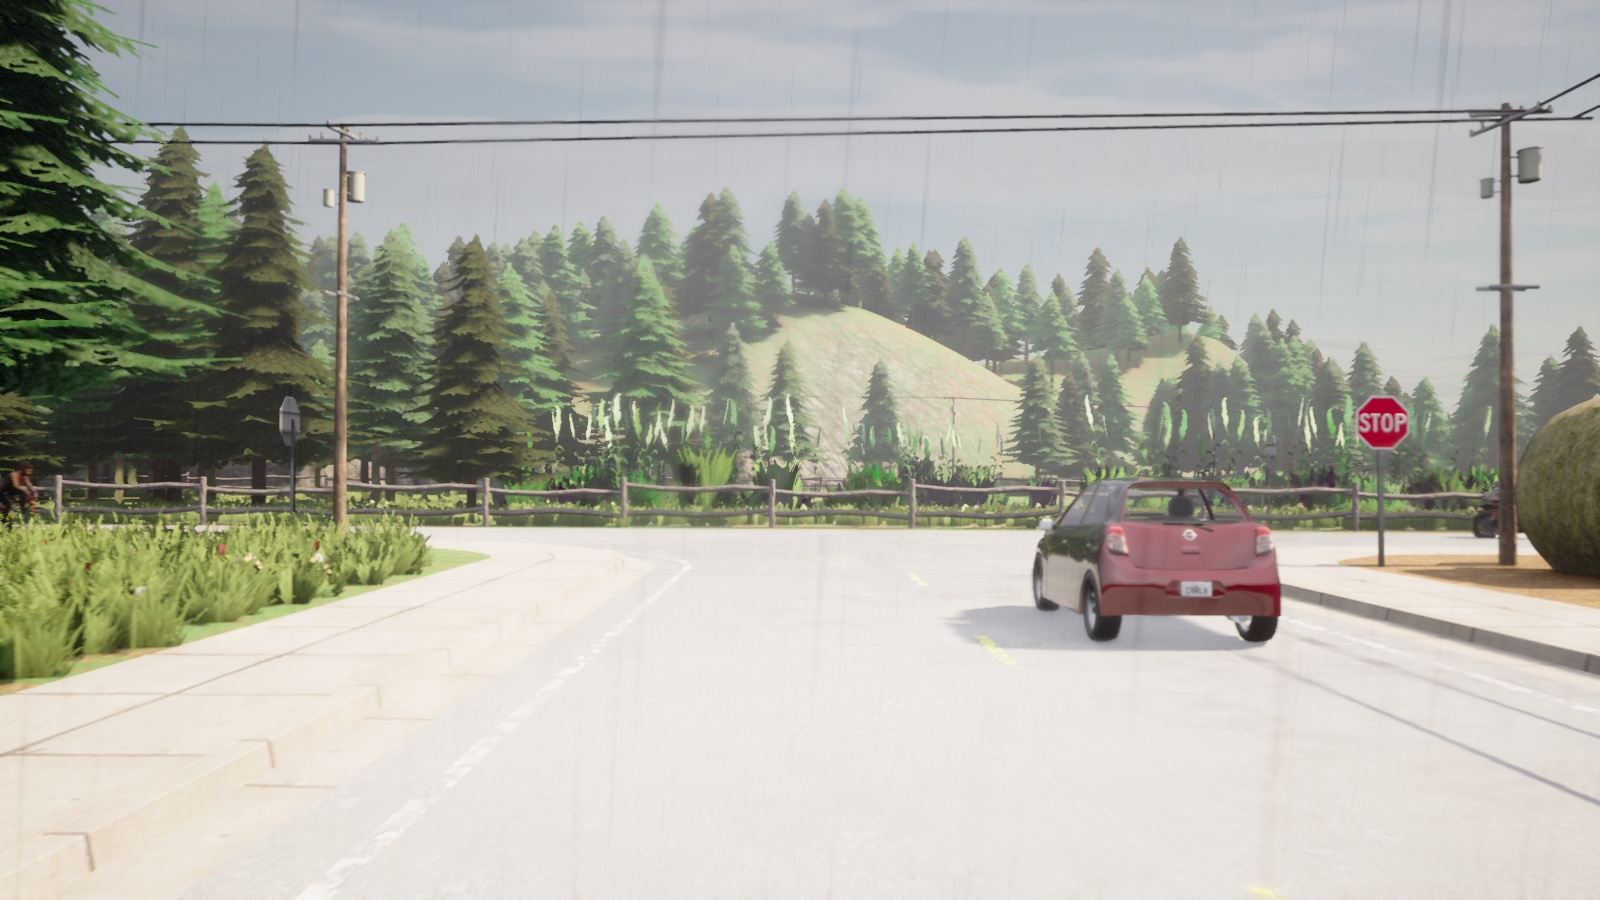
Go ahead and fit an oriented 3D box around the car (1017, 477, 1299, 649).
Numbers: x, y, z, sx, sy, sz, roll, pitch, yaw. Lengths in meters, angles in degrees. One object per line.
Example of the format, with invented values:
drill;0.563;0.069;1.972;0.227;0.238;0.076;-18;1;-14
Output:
car;3.469;1.029;12.888;1.845;1.501;3.633;0;-1;0

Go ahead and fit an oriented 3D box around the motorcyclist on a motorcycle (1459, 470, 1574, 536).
motorcyclist on a motorcycle;16.863;1.243;29.594;2.191;1.530;0.866;0;-1;3

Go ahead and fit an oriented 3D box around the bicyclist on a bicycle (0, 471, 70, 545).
bicyclist on a bicycle;-17.074;1.264;27.650;1.656;1.620;0.582;0;-1;2
